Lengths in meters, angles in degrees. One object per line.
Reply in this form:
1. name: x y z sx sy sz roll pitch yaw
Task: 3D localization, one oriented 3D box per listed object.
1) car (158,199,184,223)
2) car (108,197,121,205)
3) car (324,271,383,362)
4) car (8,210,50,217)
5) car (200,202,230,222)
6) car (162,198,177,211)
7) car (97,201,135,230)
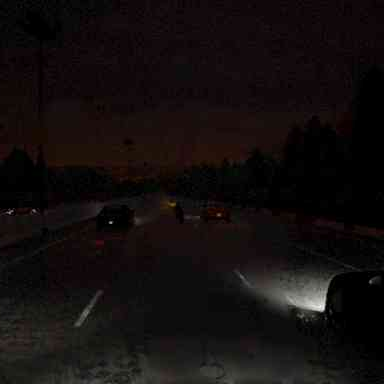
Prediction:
1. car: -1.657 1.551 26.065 2.128 1.511 4.902 0 0 -4
2. car: -15.335 1.708 65.955 1.812 1.442 4.674 0 0 -4
3. car: 3.324 1.563 4.080 1.994 1.385 4.181 0 0 -2
4. car: -12.360 1.443 25.776 2.097 1.767 4.553 0 0 -4
5. car: 1.791 1.528 26.927 1.882 1.535 5.008 0 0 -4
6. car: -2.916 1.575 42.609 1.882 1.535 5.008 0 0 -4
7. car: -4.814 1.551 21.407 2.128 1.511 4.902 0 0 -4
